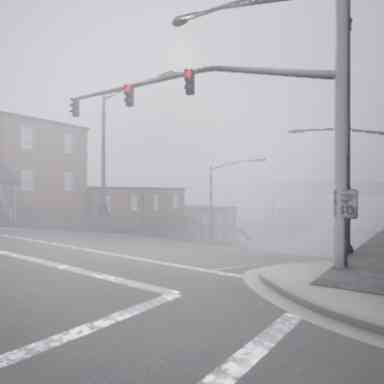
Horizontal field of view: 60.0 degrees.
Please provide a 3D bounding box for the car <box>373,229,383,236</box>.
[{"bbox_3d":[43.333,9.225,74.480,1.853,1.218,4.536,0,0,-26],"label":"car"}]

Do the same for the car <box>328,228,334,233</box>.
[{"bbox_3d":[34.789,9.330,79.606,2.038,1.542,4.974,0,0,-11],"label":"car"}]

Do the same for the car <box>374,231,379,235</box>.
[{"bbox_3d":[43.356,9.383,74.434,2.038,1.542,4.974,0,0,-26],"label":"car"}]

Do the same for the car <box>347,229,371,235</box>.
[{"bbox_3d":[38.590,9.197,76.926,4.536,1.218,1.853,0,0,-1],"label":"car"}]

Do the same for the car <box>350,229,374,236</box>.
[{"bbox_3d":[38.537,9.355,76.925,4.974,1.542,2.038,0,0,-1],"label":"car"}]

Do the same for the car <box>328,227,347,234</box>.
[{"bbox_3d":[34.780,9.172,79.657,1.853,1.218,4.536,0,0,-11],"label":"car"}]
